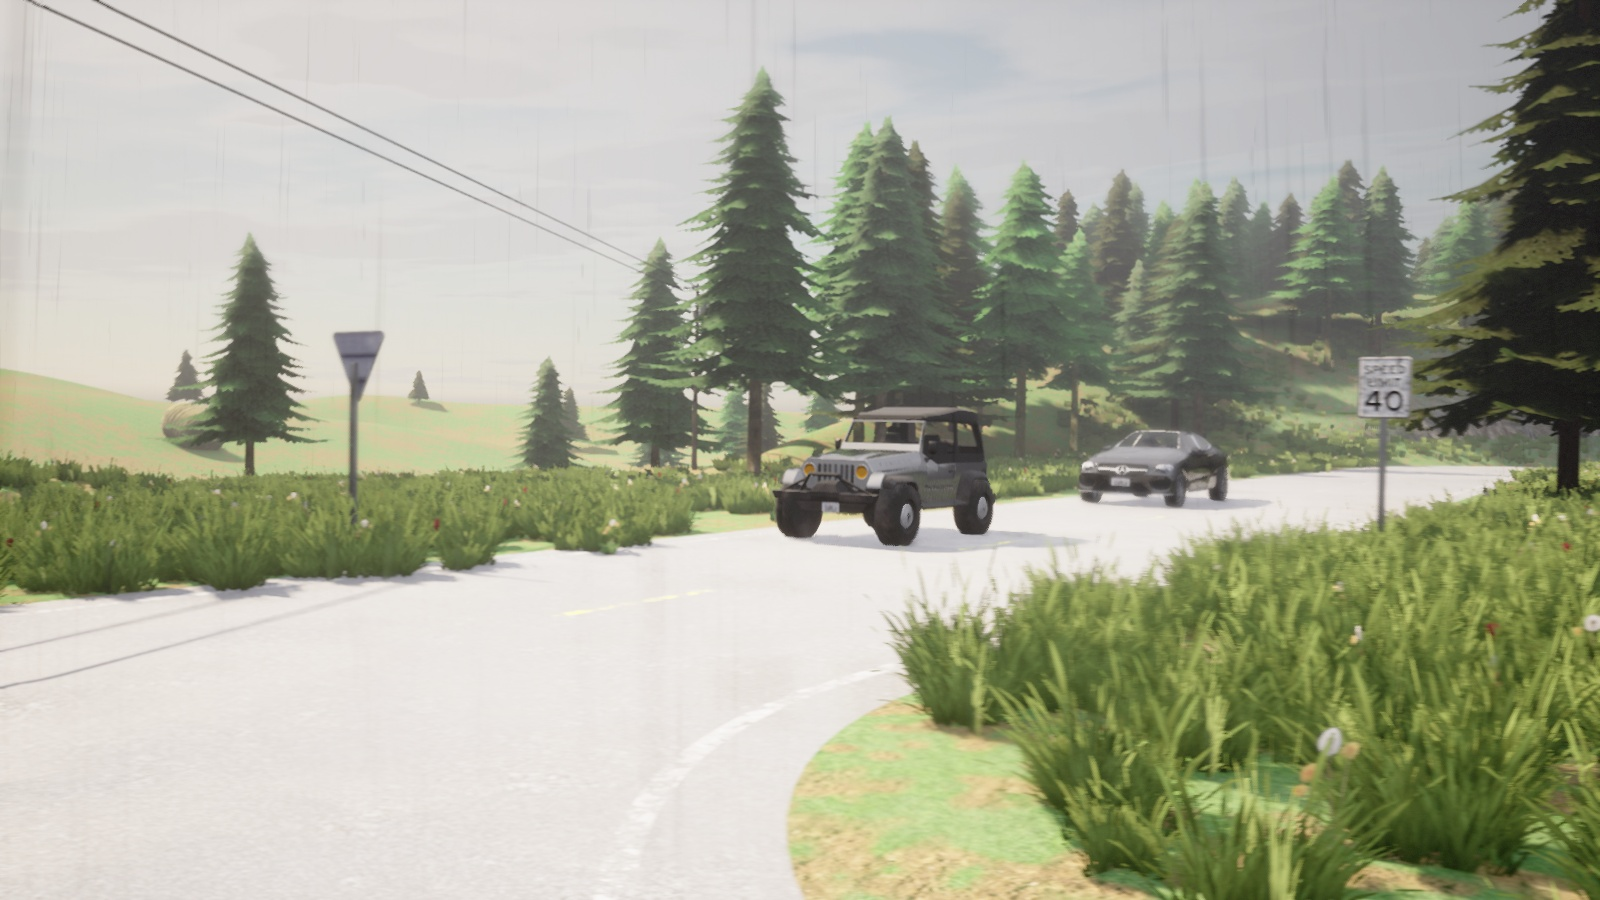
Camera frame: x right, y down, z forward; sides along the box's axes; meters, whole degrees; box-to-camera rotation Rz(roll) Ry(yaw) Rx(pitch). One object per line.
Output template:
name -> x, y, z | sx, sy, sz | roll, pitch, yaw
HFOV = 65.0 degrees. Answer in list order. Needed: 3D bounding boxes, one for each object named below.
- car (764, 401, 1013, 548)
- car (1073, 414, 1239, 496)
car -> 1.379, 0.267, 18.077 | 1.905, 1.878, 3.866 | 1, 1, 34
car -> 8.089, 0.045, 28.187 | 2.152, 1.651, 5.027 | 1, 1, 34
